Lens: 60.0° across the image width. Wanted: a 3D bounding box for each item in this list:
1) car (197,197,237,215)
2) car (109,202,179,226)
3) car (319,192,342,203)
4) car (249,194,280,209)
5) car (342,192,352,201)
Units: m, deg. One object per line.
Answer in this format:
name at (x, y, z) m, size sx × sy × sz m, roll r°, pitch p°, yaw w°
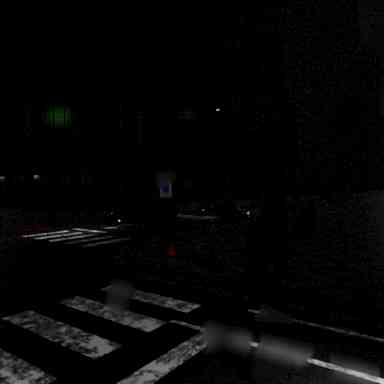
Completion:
car at (2.278, 1.158, 28.792) m, size 1.812 × 1.442 × 4.674 m, roll 0°, pitch 1°, yaw 36°
car at (-2.998, 1.354, 21.435) m, size 1.895 × 1.301 × 4.718 m, roll 0°, pitch 1°, yaw 36°
car at (19.549, 0.815, 47.447) m, size 1.837 × 1.490 × 4.892 m, roll 0°, pitch 1°, yaw 36°
car at (8.082, 0.977, 36.893) m, size 1.882 × 1.535 × 5.008 m, roll 0°, pitch 1°, yaw 36°
car at (25.433, 0.654, 55.675) m, size 1.882 × 1.535 × 5.008 m, roll 0°, pitch 1°, yaw 36°
